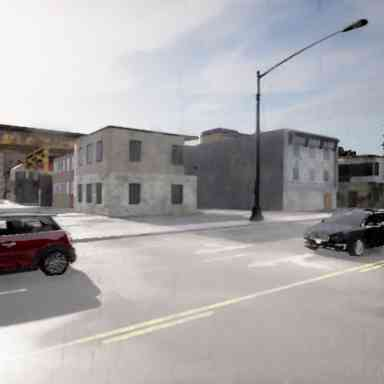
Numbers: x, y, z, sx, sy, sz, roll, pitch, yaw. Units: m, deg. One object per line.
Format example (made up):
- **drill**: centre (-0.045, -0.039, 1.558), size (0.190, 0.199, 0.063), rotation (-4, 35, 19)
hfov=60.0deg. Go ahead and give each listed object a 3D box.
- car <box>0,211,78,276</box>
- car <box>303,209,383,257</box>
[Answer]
- **car**: centre (-5.492, 1.347, 8.658), size (4.553, 1.767, 2.097), rotation (0, 0, -35)
- **car**: centre (6.298, 1.446, 12.774), size (4.892, 1.490, 1.837), rotation (0, 0, -35)
